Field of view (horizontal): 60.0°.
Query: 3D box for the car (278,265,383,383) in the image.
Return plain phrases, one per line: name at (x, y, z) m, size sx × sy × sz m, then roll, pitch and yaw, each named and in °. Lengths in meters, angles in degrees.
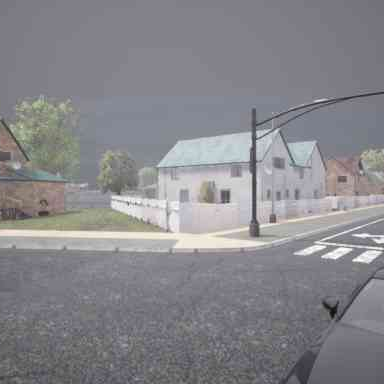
car at (2.512, 1.524, 3.380) m, size 1.812 × 1.442 × 4.674 m, roll 0°, pitch 0°, yaw 42°
